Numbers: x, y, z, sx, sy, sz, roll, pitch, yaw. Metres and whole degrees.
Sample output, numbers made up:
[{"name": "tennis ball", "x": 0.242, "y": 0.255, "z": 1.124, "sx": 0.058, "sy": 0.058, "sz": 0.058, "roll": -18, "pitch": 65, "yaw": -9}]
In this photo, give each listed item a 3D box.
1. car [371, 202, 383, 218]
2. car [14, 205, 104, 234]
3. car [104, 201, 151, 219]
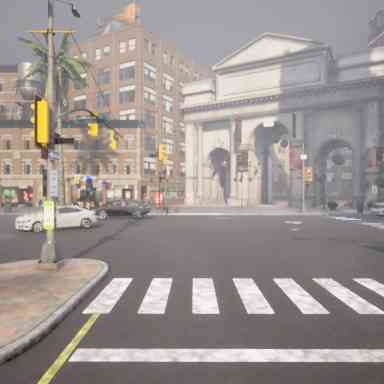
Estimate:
[{"name": "car", "x": 18.279, "y": 1.220, "z": 28.173, "sx": 5.566, "sy": 2.045, "sz": 2.150, "roll": 0, "pitch": 0, "yaw": 0}, {"name": "car", "x": -7.896, "y": 1.525, "z": 19.646, "sx": 1.812, "sy": 1.442, "sz": 4.674, "roll": -1, "pitch": -1, "yaw": 42}, {"name": "car", "x": -5.941, "y": 1.490, "z": 28.375, "sx": 4.902, "sy": 1.511, "sz": 2.128, "roll": 0, "pitch": 0, "yaw": 0}]
